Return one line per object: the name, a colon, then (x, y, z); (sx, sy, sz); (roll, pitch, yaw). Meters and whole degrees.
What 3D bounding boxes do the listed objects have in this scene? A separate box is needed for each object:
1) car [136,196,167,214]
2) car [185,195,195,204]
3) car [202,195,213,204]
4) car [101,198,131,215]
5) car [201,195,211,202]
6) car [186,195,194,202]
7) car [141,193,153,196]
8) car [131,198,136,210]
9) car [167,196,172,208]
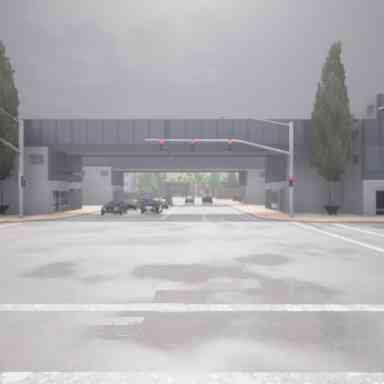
car: (-4.239, 1.481, 35.528); (2.128, 1.511, 4.902); (0, 0, 2)
car: (-0.466, 1.528, 64.805); (2.033, 1.411, 5.357); (0, 0, 0)
car: (3.035, 1.485, 65.009); (1.837, 1.490, 4.892); (0, 0, 0)
car: (-7.763, 1.554, 33.498); (1.994, 1.385, 4.181); (0, 0, 1)
car: (3.096, 1.413, 74.397); (2.128, 1.511, 4.902); (0, 0, 0)
car: (-0.403, 1.375, 74.492); (1.882, 1.535, 5.008); (0, 0, 0)
car: (-7.608, 1.204, 55.533); (2.150, 2.045, 5.566); (0, 0, 0)
car: (-7.708, 1.534, 42.699); (2.033, 1.411, 5.357); (0, 0, 0)
car: (-4.193, 1.550, 44.439); (1.994, 1.385, 4.181); (0, 0, 0)
